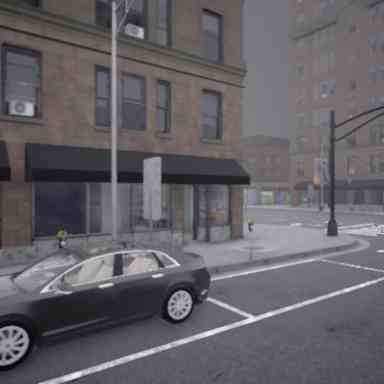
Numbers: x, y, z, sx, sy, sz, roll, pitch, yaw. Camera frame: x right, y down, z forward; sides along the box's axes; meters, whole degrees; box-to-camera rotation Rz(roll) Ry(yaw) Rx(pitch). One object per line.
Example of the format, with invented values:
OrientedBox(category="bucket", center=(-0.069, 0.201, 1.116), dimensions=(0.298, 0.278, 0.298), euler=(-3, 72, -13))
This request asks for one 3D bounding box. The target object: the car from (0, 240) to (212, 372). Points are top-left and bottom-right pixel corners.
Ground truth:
OrientedBox(category="car", center=(-1.682, 1.552, 5.567), dimensions=(4.403, 1.369, 2.008), euler=(0, 0, -36))
